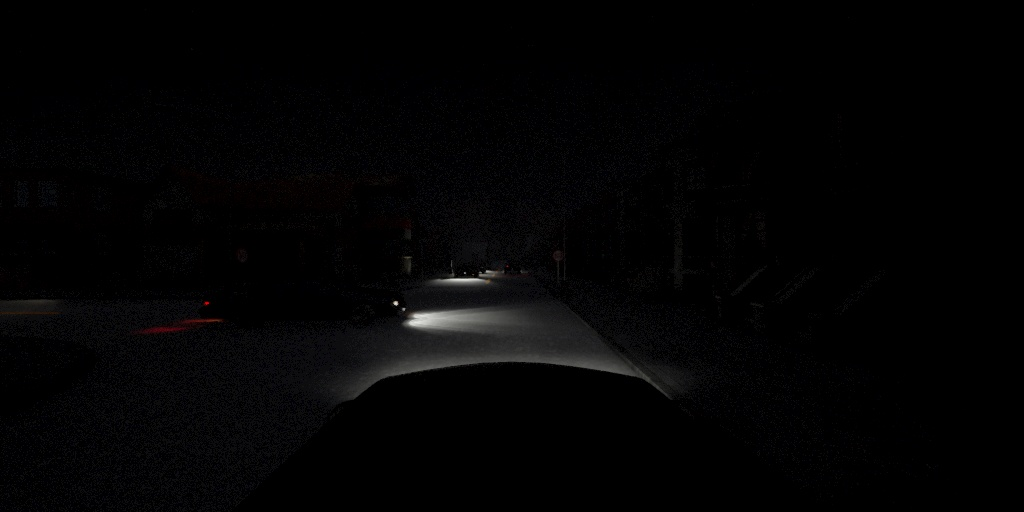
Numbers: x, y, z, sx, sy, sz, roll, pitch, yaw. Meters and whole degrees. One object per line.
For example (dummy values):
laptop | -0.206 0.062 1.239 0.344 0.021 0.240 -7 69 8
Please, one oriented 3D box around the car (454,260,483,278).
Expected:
car | -4.138 1.314 33.537 1.994 1.385 4.181 0 0 0

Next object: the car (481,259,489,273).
car | -4.140 1.228 42.423 1.882 1.535 5.008 0 0 0

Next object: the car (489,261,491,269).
car | -4.122 1.242 52.736 2.128 1.511 4.902 0 0 0

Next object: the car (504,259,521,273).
car | 0.056 1.275 42.649 1.812 1.442 4.674 0 0 0

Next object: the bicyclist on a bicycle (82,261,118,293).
bicyclist on a bicycle | -21.599 1.099 18.809 0.582 1.620 1.656 0 0 0

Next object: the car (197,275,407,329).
car | -6.050 1.297 10.882 5.357 1.411 2.033 0 0 -9
